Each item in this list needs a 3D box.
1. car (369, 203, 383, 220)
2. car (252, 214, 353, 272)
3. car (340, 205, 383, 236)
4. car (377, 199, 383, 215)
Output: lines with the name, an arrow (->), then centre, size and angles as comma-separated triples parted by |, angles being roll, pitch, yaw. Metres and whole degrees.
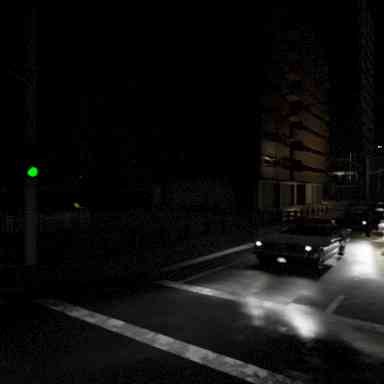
car -> 14.810, 1.544, 26.357 | 2.033, 1.411, 5.357 | 0, 0, 36
car -> 3.791, 1.597, 11.121 | 1.895, 1.301, 4.718 | 0, 0, 36
car -> 9.159, 1.597, 18.546 | 1.895, 1.301, 4.718 | 0, 0, 36
car -> 20.939, 1.543, 34.765 | 2.033, 1.411, 5.357 | 0, 0, 37
